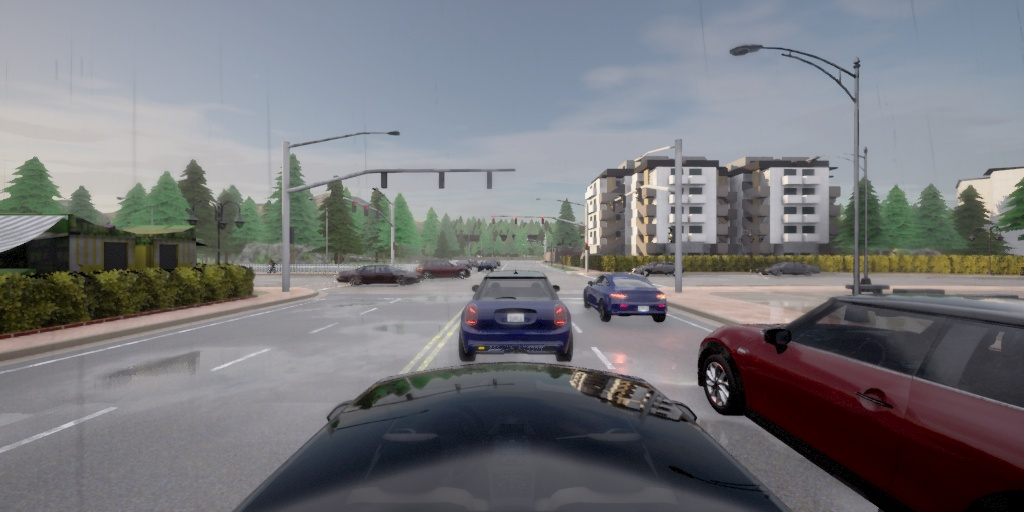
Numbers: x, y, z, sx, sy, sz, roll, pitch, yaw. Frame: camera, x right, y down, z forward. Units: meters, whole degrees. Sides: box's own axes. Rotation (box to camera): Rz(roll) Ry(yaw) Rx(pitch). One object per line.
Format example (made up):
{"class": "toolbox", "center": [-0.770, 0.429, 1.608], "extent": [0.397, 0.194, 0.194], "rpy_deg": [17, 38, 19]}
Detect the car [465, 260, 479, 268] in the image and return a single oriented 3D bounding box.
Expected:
{"class": "car", "center": [-6.745, 1.314, 60.837], "extent": [1.994, 1.385, 4.181], "rpy_deg": [0, 0, 0]}

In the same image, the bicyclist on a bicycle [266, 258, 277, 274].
{"class": "bicyclist on a bicycle", "center": [-25.594, 1.052, 38.175], "extent": [0.582, 1.620, 1.656], "rpy_deg": [0, 0, -1]}

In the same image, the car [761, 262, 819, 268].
{"class": "car", "center": [27.075, 1.297, 35.248], "extent": [5.357, 1.411, 2.033], "rpy_deg": [0, 0, 0]}

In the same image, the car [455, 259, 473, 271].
{"class": "car", "center": [-6.802, 1.228, 50.920], "extent": [1.882, 1.535, 5.008], "rpy_deg": [0, 0, 0]}

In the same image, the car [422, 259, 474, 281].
{"class": "car", "center": [-5.850, 1.103, 30.231], "extent": [4.553, 1.767, 2.097], "rpy_deg": [0, 0, -30]}

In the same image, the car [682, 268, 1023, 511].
{"class": "car", "center": [3.605, 1.102, 3.124], "extent": [2.097, 1.767, 4.553], "rpy_deg": [0, 0, 0]}

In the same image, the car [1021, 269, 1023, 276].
{"class": "car", "center": [46.993, 1.227, 30.161], "extent": [5.008, 1.535, 1.882], "rpy_deg": [0, 0, 27]}

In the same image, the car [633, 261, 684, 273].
{"class": "car", "center": [14.246, 1.241, 34.997], "extent": [4.902, 1.511, 2.128], "rpy_deg": [0, 0, -2]}

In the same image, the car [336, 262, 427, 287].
{"class": "car", "center": [-8.741, 1.298, 23.952], "extent": [5.357, 1.411, 2.033], "rpy_deg": [0, 0, 0]}

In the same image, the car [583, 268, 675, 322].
{"class": "car", "center": [3.645, 1.276, 12.113], "extent": [1.812, 1.442, 4.674], "rpy_deg": [0, 0, 1]}

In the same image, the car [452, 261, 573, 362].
{"class": "car", "center": [0.092, 1.102, 8.403], "extent": [2.097, 1.767, 4.553], "rpy_deg": [0, 0, 1]}
